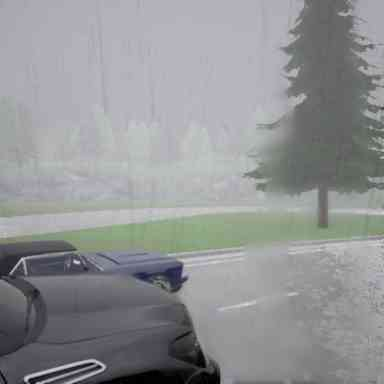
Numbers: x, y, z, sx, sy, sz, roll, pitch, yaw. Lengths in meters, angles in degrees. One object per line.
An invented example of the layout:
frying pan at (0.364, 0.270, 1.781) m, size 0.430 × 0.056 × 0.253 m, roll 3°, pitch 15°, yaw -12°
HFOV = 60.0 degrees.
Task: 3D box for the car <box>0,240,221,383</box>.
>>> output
car at (-2.418, 1.204, 1.874) m, size 5.566 × 2.045 × 2.150 m, roll 0°, pitch 0°, yaw -36°

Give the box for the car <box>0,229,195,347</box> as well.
car at (-2.427, 1.566, 6.108) m, size 4.718 × 1.301 × 1.895 m, roll 0°, pitch 0°, yaw -34°
